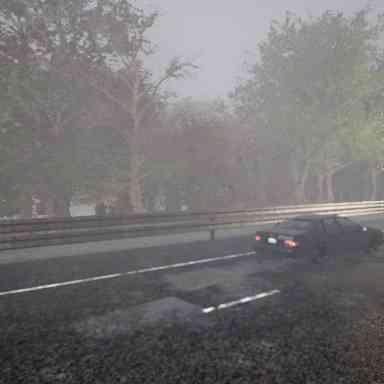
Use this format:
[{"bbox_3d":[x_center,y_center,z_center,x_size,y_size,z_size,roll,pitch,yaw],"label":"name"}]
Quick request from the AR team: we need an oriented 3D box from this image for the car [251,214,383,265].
[{"bbox_3d":[4.431,1.466,11.333,5.357,1.411,2.033,-1,0,-35],"label":"car"}]
